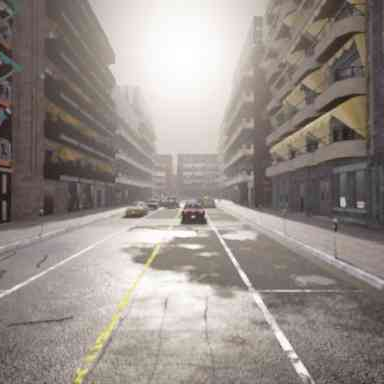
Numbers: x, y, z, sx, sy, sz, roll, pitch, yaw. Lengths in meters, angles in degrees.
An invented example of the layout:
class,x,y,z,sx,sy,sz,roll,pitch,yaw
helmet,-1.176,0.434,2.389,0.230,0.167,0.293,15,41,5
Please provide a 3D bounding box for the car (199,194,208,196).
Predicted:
class,x,y,z,sx,sy,sz,roll,pitch,yaw
car,2.594,1.452,60.393,1.967,1.590,4.097,1,0,0

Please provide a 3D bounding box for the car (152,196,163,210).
class,x,y,z,sx,sy,sz,roll,pitch,yaw
car,-5.292,1.564,43.673,1.947,1.339,4.313,1,0,0

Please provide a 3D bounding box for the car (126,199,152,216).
class,x,y,z,sx,sy,sz,roll,pitch,yaw
car,-5.294,1.521,32.376,1.752,1.417,4.829,1,0,0

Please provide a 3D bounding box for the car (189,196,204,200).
class,x,y,z,sx,sy,sz,roll,pitch,yaw
car,0.094,1.561,39.972,1.994,1.385,4.181,0,0,0

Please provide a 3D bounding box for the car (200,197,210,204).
class,x,y,z,sx,sy,sz,roll,pitch,yaw
car,2.593,1.601,65.957,1.802,1.307,4.206,1,0,0

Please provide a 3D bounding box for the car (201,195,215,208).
class,x,y,z,sx,sy,sz,roll,pitch,yaw
car,2.590,1.527,49.437,1.752,1.417,4.829,1,0,0

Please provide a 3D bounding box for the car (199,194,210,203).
class,x,y,z,sx,sy,sz,roll,pitch,yaw
car,2.598,1.343,71.522,2.192,1.841,5.009,1,0,0

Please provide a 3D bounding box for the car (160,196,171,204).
class,x,y,z,sx,sy,sz,roll,pitch,yaw
car,-5.286,1.545,65.760,1.752,1.417,4.829,1,0,0

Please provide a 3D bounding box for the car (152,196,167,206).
class,x,y,z,sx,sy,sz,roll,pitch,yaw
car,-5.288,1.446,54.803,1.967,1.590,4.097,1,0,0

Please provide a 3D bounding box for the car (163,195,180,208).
class,x,y,z,sx,sy,sz,roll,pitch,yaw
car,-2.809,1.351,47.010,2.097,1.767,4.553,0,0,0

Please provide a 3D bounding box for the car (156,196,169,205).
class,x,y,z,sx,sy,sz,roll,pitch,yaw
car,-5.287,1.537,60.196,1.752,1.417,4.829,1,0,0

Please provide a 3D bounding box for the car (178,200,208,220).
class,x,y,z,sx,sy,sz,roll,pitch,yaw
car,0.100,1.596,27.512,1.895,1.301,4.718,0,0,0

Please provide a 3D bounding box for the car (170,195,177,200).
class,x,y,z,sx,sy,sz,roll,pitch,yaw
car,-5.269,1.601,93.581,1.752,1.417,4.829,1,0,0

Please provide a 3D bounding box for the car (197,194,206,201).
class,x,y,z,sx,sy,sz,roll,pitch,yaw
car,2.602,1.377,88.213,2.192,1.841,5.009,1,0,0

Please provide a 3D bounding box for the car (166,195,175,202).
class,x,y,z,sx,sy,sz,roll,pitch,yaw
car,-5.287,1.574,82.453,1.752,1.417,4.829,1,0,0
